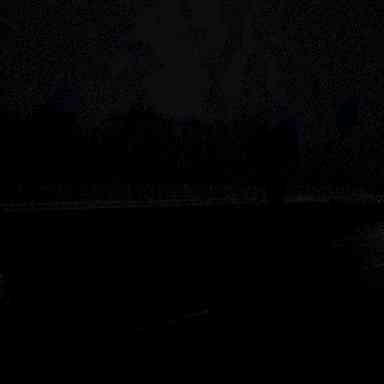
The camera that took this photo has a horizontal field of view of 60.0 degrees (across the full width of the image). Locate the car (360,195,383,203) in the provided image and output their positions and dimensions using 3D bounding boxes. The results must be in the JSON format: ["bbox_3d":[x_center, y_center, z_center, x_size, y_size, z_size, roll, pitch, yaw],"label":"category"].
[{"bbox_3d":[27.371,1.345,49.247,4.892,1.490,1.837,0,0,-35],"label":"car"}]

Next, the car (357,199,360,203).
[{"bbox_3d":[29.063,1.332,54.692,4.892,1.490,1.837,0,0,-35],"label":"car"}]
